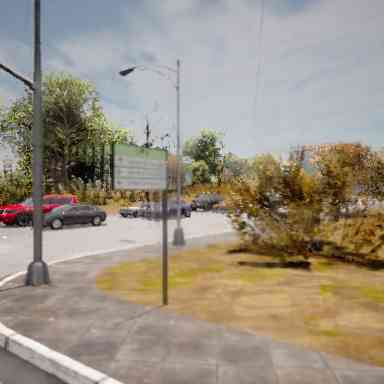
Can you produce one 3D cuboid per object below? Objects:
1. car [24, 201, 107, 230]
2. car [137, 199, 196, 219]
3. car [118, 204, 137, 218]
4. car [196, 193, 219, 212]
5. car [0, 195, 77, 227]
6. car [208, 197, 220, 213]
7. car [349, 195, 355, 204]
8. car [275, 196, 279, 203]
[{"bbox_3d":[-7.882,1.551,21.642,1.837,1.490,4.892,0,0,38],"label":"car"},{"bbox_3d":[-2.127,1.391,28.827,2.097,1.767,4.553,0,0,39],"label":"car"},{"bbox_3d":[-4.630,1.648,31.302,1.895,1.301,4.718,0,0,39],"label":"car"},{"bbox_3d":[1.985,1.203,39.545,2.150,2.045,5.566,0,0,39],"label":"car"},{"bbox_3d":[-10.718,1.276,23.723,2.150,2.045,5.566,0,0,39],"label":"car"},{"bbox_3d":[4.115,1.509,36.596,1.812,1.442,4.674,0,0,38],"label":"car"},{"bbox_3d":[24.492,1.113,51.768,2.033,1.411,5.357,0,1,32],"label":"car"},{"bbox_3d":[10.631,1.343,44.706,2.128,1.511,4.902,0,1,39],"label":"car"}]
